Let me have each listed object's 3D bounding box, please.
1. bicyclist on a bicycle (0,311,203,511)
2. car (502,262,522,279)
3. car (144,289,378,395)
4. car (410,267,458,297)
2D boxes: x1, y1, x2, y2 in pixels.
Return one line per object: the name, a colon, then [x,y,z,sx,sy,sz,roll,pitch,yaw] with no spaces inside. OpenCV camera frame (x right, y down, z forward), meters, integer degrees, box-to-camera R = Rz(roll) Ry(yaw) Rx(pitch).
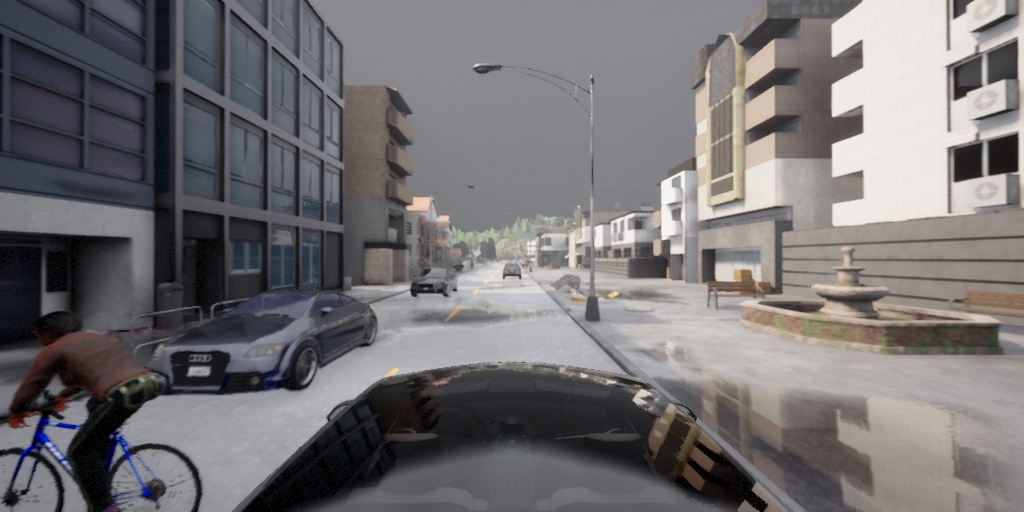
bicyclist on a bicycle: [-3.009,1.208,2.515,1.656,1.620,0.582,-2,0,0]
car: [0.017,1.471,34.993,2.033,1.411,5.357,0,0,0]
car: [-4.108,1.340,6.696,1.994,1.385,4.181,0,0,0]
car: [-4.127,1.349,19.612,1.837,1.490,4.892,0,-1,0]
